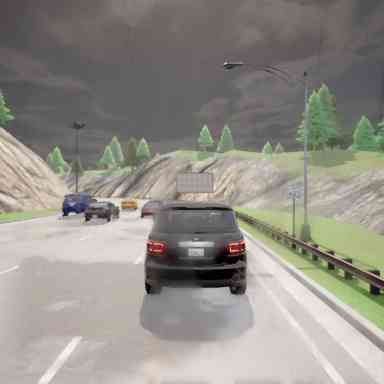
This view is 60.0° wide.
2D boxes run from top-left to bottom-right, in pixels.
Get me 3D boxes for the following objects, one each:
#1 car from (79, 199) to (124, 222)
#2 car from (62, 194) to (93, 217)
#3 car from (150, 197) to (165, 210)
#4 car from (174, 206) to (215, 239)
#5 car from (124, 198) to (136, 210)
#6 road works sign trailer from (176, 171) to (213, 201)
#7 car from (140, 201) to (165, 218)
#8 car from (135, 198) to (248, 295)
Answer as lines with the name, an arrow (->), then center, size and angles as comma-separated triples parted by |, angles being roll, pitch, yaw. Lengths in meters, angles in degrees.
car -> -6.952, 1.503, 26.126 | 1.837, 1.490, 4.892 | 0, -1, 0
car -> -10.596, 1.224, 31.784 | 2.150, 2.045, 5.566 | 0, 0, -2
car -> -4.640, 1.505, 44.177 | 1.837, 1.490, 4.892 | 0, 0, -7
car -> 0.104, 1.559, 18.102 | 1.994, 1.385, 4.181 | 0, 0, 0
car -> -7.925, 1.478, 42.243 | 1.882, 1.535, 5.008 | 0, 0, -6
road works sign trailer -> 0.186, 0.464, 21.599 | 2.380, 3.560, 2.880 | 0, 0, 0
car -> -3.558, 1.564, 30.697 | 1.994, 1.385, 4.181 | 0, 0, -2
car -> 0.087, 1.221, 8.884 | 2.150, 2.045, 5.566 | 0, 0, 0
